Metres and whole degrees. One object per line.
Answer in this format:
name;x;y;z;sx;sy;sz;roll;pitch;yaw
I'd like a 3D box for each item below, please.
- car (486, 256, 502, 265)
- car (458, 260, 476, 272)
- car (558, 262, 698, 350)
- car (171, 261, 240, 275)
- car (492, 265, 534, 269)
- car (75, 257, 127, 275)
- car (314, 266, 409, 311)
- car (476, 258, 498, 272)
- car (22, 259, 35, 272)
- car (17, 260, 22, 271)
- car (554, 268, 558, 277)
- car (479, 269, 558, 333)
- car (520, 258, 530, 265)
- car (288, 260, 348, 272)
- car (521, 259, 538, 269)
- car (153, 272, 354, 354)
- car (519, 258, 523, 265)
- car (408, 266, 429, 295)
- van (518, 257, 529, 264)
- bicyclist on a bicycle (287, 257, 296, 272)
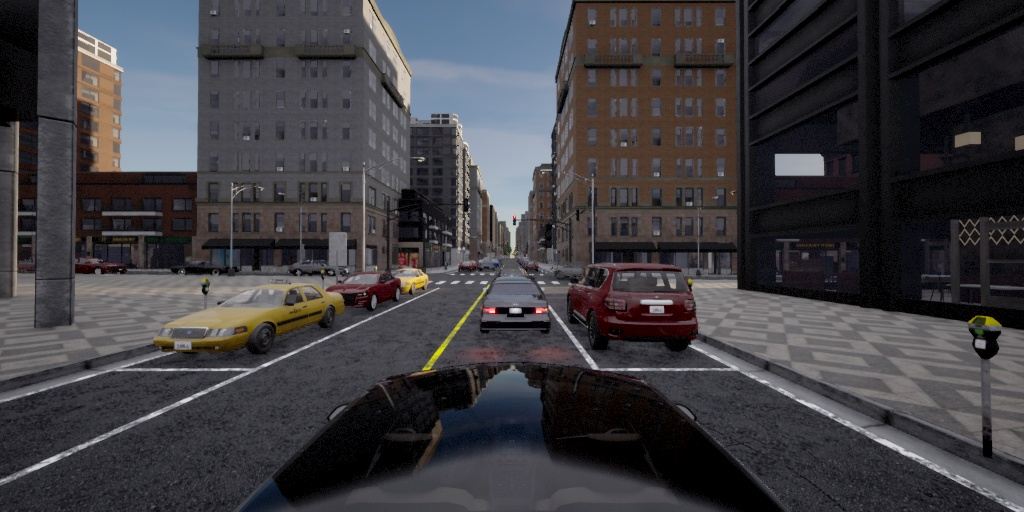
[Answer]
car;-3.237;1.244;63.797;1.882;1.535;5.008;0;0;0
car;-5.985;1.306;47.239;1.888;1.381;4.507;0;0;0
car;2.649;1.066;8.986;2.192;1.841;5.009;0;0;0
car;-26.740;1.112;31.403;4.718;1.301;1.895;1;-1;0
car;0.018;1.355;20.444;1.895;1.301;4.718;0;0;0
car;-36.835;0.897;31.446;5.008;1.535;1.882;1;-1;0
car;-5.893;1.298;14.595;1.888;1.381;4.507;0;0;0
car;-3.228;1.324;46.673;1.994;1.385;4.181;0;0;-1
car;-46.116;0.930;34.660;4.181;1.385;1.994;0;-1;0
car;-46.944;0.831;31.512;4.892;1.490;1.837;1;-1;1
car;5.809;1.369;31.687;4.181;1.385;1.994;0;0;15
car;0.067;1.300;10.717;2.033;1.411;5.357;0;0;0
car;2.526;1.344;52.927;1.802;1.307;4.207;0;0;0
car;-16.843;1.092;31.371;4.902;1.511;2.128;1;-1;0
car;2.542;1.343;47.254;1.802;1.307;4.207;0;0;0
car;-5.876;1.277;8.801;1.751;1.417;4.829;0;0;0
car;2.510;1.347;58.601;1.802;1.307;4.207;0;0;0
car;-5.908;1.279;20.050;1.751;1.417;4.829;0;0;0
van;2.494;1.108;64.274;1.690;1.789;3.998;0;0;0
bicyclist on a bicycle;-23.113;0.909;37.632;0.582;1.620;1.656;0;0;0
